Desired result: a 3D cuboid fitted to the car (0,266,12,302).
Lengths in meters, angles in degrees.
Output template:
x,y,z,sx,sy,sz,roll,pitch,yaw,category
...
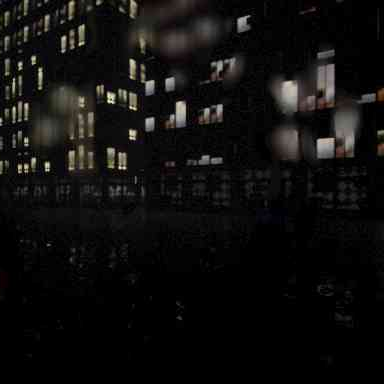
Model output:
x,y,z,sx,sy,sz,roll,pitch,yaw,category
-5.559,1.519,6.817,4.829,1.417,1.752,0,0,35,car
